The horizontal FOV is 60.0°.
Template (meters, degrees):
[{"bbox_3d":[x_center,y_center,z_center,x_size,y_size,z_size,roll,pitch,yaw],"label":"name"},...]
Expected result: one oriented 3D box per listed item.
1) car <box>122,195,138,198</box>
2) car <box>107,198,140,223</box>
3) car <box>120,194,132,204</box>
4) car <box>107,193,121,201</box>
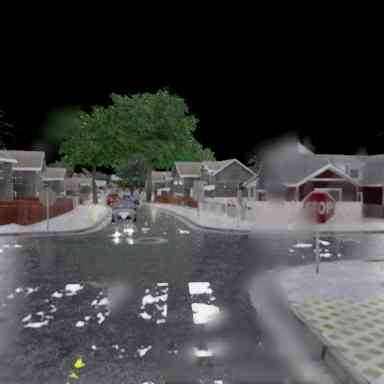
[{"bbox_3d":[-10.181,1.342,56.323,2.097,1.767,4.553,0,0,-17],"label":"car"},{"bbox_3d":[-5.287,1.498,26.161,2.128,1.511,4.902,0,0,-10],"label":"car"},{"bbox_3d":[-13.115,1.345,65.850,2.097,1.767,4.553,0,0,-16],"label":"car"},{"bbox_3d":[-13.970,1.224,59.159,2.150,2.045,5.566,0,0,-17],"label":"car"}]
